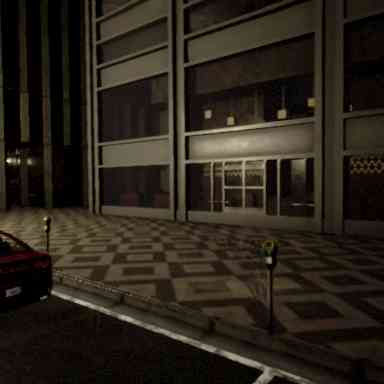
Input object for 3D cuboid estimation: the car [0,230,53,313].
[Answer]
[{"bbox_3d":[-4.504,1.358,6.437,4.507,1.381,1.887,1,2,37],"label":"car"}]
